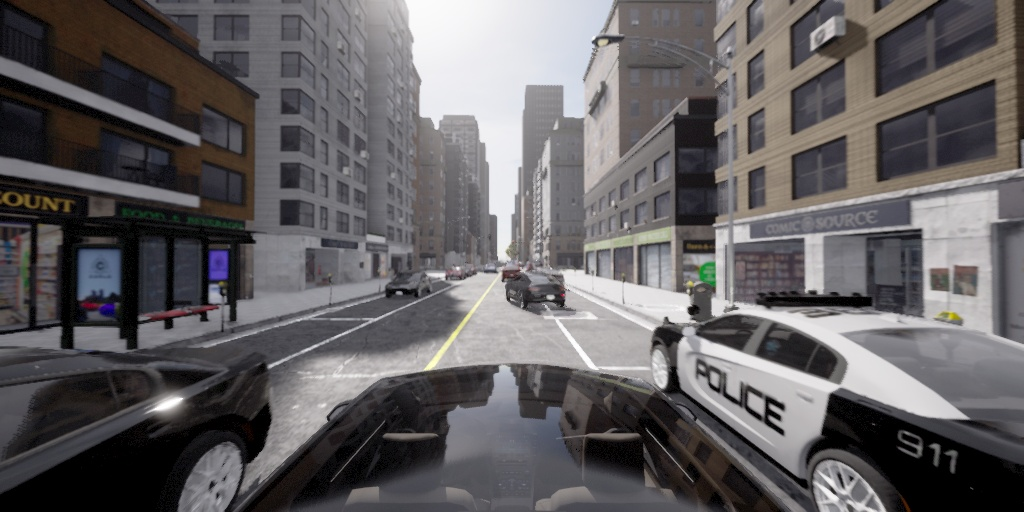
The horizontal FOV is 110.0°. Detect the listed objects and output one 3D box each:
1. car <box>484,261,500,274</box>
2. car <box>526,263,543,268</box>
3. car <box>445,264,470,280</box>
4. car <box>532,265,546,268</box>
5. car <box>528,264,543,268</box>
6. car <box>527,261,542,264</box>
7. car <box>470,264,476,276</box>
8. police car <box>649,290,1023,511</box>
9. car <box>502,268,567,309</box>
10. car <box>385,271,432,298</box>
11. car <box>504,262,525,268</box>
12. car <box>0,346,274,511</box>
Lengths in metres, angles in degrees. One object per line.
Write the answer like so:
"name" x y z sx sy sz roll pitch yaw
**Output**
"car" -3.184 1.906 53.953 2.033 1.411 5.357 0 -1 0
"car" 2.748 1.725 36.941 1.948 1.339 4.313 0 0 0
"car" -5.778 1.742 36.906 1.802 1.307 4.207 0 0 0
"car" 2.784 1.581 25.895 2.007 1.370 4.403 0 0 0
"car" 2.766 1.645 31.418 2.007 1.370 4.403 0 0 0
"car" 2.730 1.538 42.465 2.192 1.841 5.009 0 0 0
"car" -5.796 1.790 42.431 1.948 1.339 4.313 0 0 0
"police car" 3.131 1.200 3.897 1.930 1.638 5.238 0 -1 0
"car" 0.951 1.442 16.057 1.812 1.442 4.674 0 0 -14
"car" -5.724 1.533 20.332 1.948 1.339 4.313 0 0 0
"car" -0.011 1.615 35.076 1.882 1.535 5.008 0 -1 0
"car" -3.095 1.222 1.168 1.882 1.535 5.008 0 -1 0
